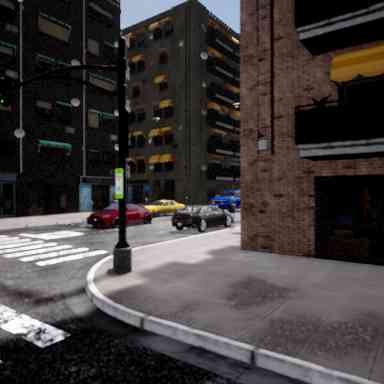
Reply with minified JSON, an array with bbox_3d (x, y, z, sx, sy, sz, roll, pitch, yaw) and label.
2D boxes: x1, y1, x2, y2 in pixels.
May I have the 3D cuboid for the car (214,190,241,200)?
[{"bbox_3d":[3.843,0.866,31.820,2.150,2.045,5.566,0,1,36],"label":"car"}]

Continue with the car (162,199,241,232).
[{"bbox_3d":[0.671,1.341,18.285,2.008,1.369,4.403,1,1,36],"label":"car"}]

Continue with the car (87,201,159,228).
[{"bbox_3d":[-4.355,1.381,20.601,1.994,1.385,4.181,0,1,36],"label":"car"}]

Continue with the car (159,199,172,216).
[{"bbox_3d":[-2.467,1.267,27.350,1.752,1.417,4.829,1,1,36],"label":"car"}]
